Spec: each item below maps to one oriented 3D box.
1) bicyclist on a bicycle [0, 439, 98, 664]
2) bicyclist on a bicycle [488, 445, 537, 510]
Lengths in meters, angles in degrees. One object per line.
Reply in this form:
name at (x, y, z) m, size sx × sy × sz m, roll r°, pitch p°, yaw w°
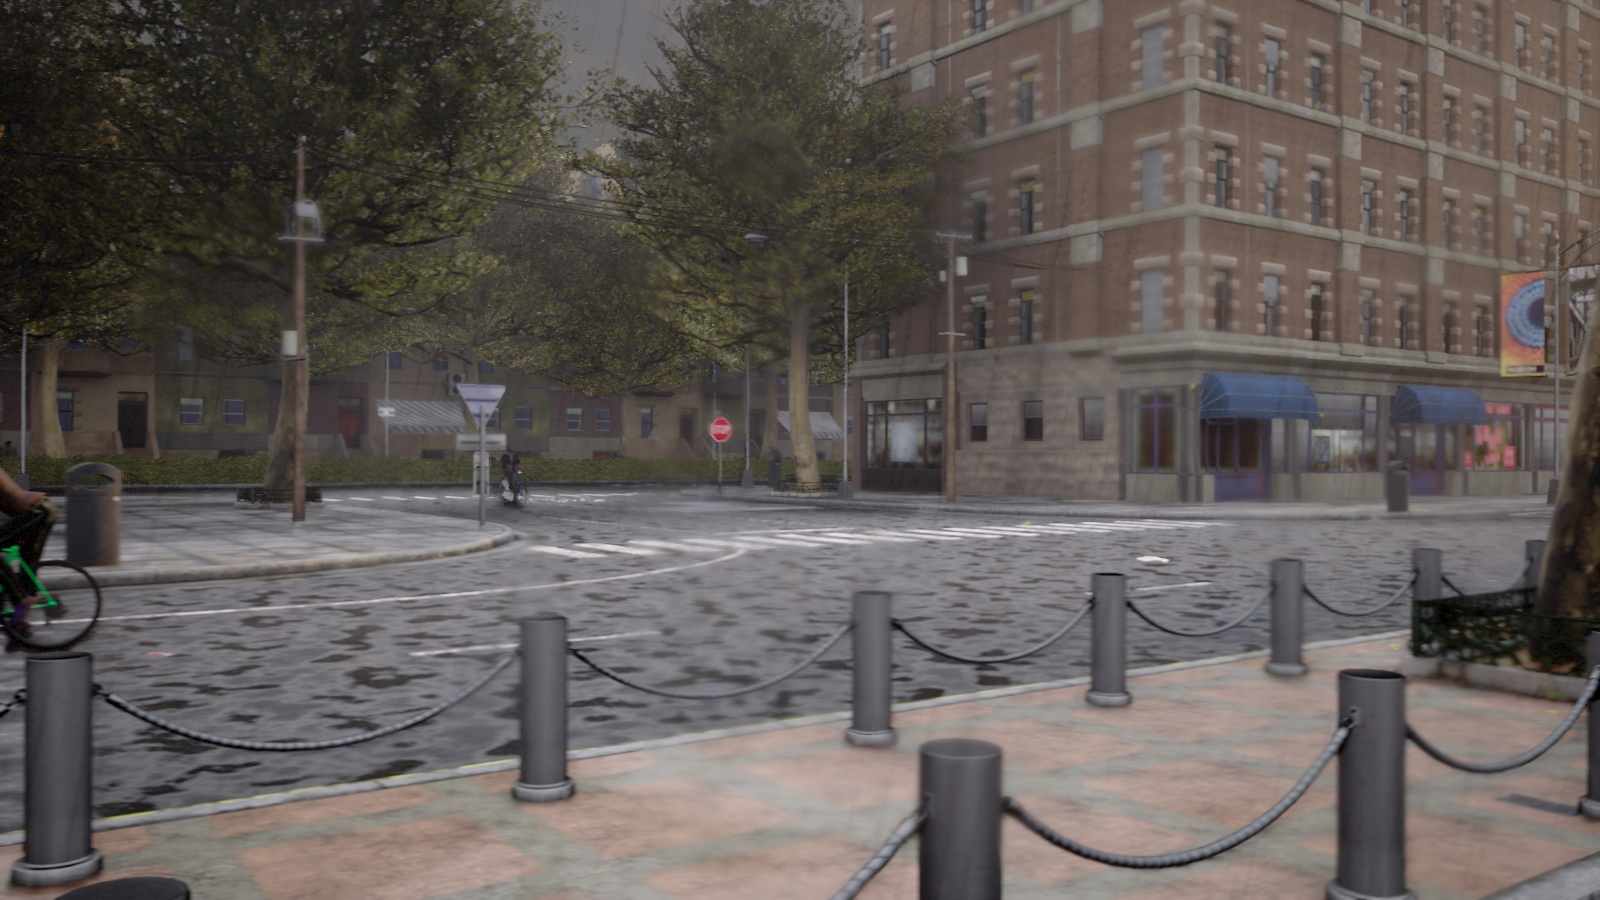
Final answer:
bicyclist on a bicycle at (-6.095, 0.734, 9.150) m, size 1.656 × 1.620 × 0.582 m, roll 0°, pitch 0°, yaw -35°
bicyclist on a bicycle at (-8.024, 0.746, 34.992) m, size 0.659 × 1.776 × 1.843 m, roll 0°, pitch 0°, yaw -36°
